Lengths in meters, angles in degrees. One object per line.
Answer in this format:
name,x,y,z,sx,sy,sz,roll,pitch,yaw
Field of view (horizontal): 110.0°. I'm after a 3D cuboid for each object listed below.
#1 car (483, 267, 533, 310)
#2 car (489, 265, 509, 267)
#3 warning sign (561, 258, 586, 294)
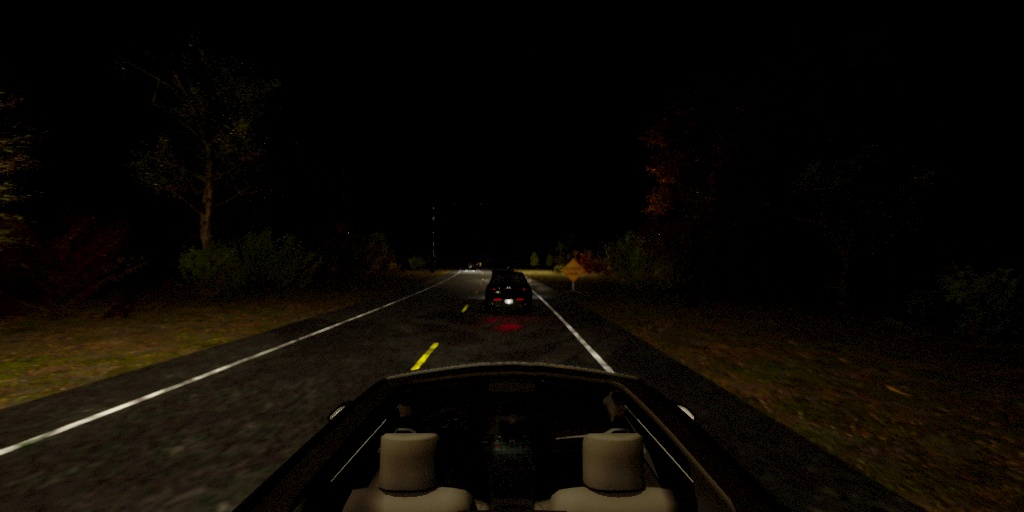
car,-0.165,1.402,15.438,1.837,1.490,4.892,0,0,-1
car,-0.827,1.578,30.867,1.812,1.442,4.674,0,0,-3
warning sign,3.260,1.049,19.123,1.300,1.860,1.060,0,0,-2
